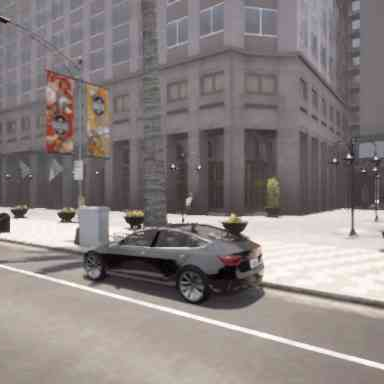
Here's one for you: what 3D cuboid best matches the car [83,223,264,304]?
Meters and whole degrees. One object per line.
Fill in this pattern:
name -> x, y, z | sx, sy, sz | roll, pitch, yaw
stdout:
car -> -0.632, 1.513, 8.229 | 4.786, 1.482, 2.161 | 0, 0, 35
